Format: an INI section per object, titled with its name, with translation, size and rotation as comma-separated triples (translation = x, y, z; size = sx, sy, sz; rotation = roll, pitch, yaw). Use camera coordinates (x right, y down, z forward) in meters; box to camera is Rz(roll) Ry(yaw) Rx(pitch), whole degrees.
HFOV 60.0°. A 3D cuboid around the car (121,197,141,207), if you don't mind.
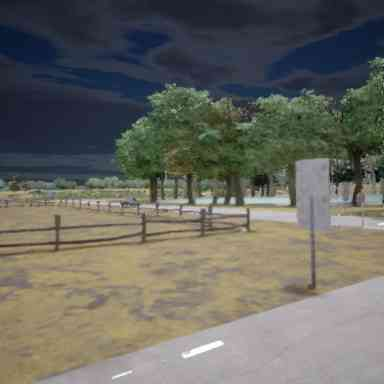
[car]
translation = -10.338, 1.688, 55.939
size = 1.837, 1.490, 4.892
rotation = -3, 1, -35
